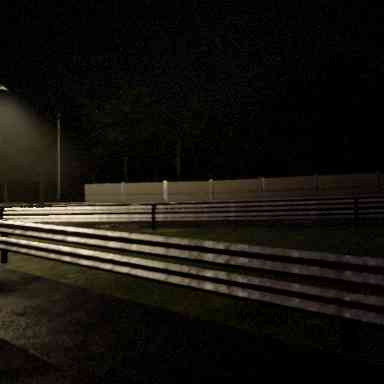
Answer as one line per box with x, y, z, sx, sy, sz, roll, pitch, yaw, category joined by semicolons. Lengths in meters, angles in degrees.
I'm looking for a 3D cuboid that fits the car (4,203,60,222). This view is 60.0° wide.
-13.351;1.684;27.451;4.892;1.490;1.837;-1;-1;13;car
